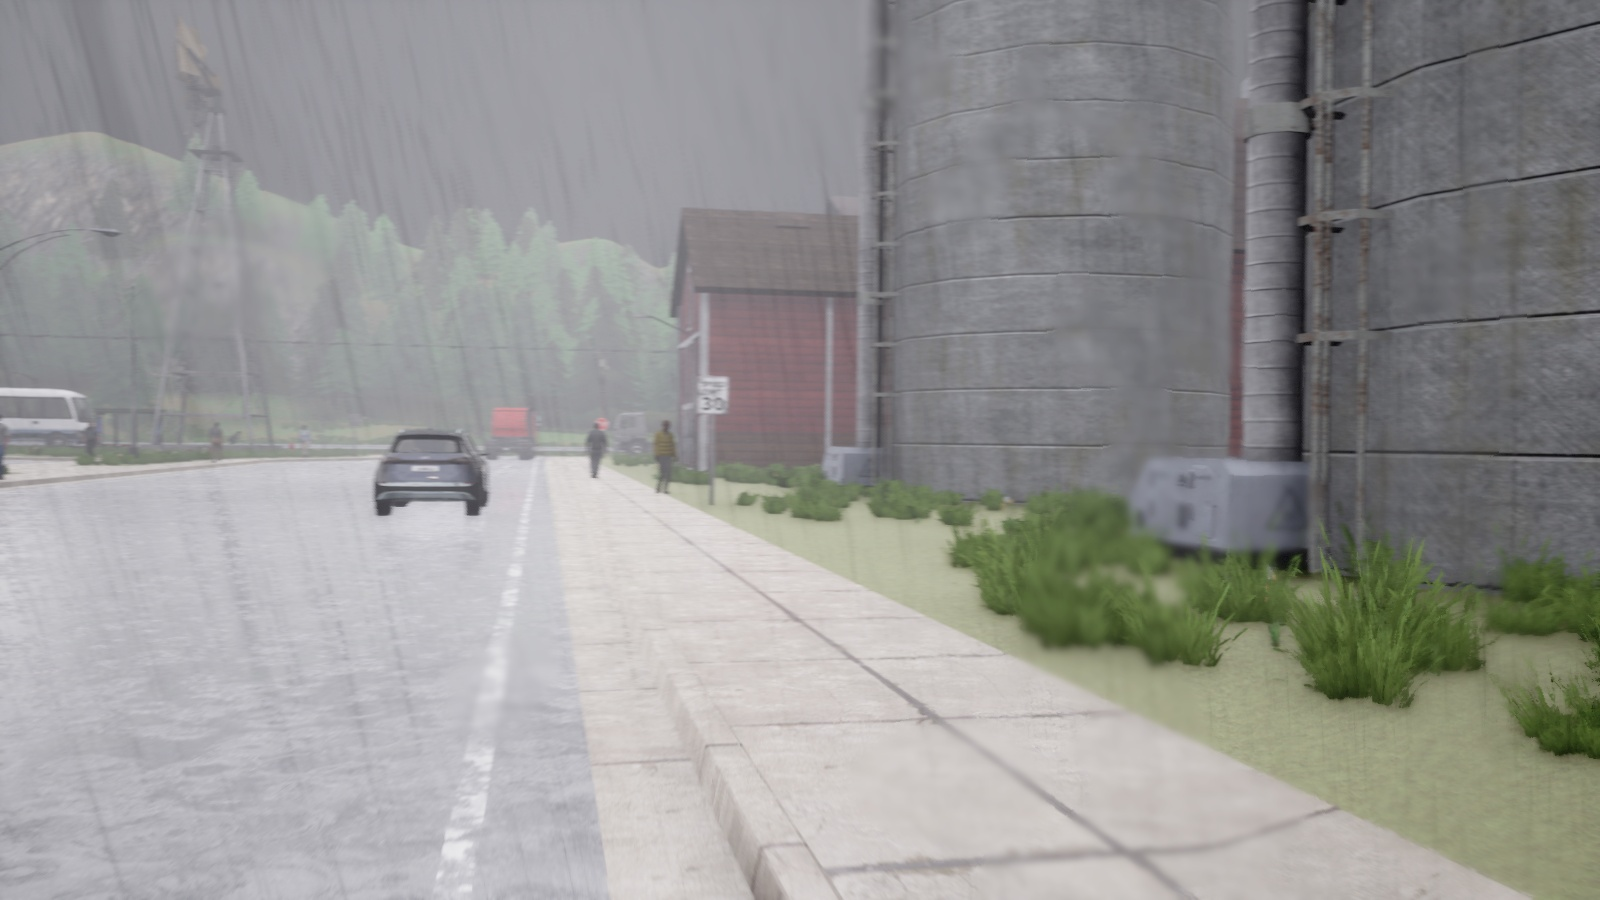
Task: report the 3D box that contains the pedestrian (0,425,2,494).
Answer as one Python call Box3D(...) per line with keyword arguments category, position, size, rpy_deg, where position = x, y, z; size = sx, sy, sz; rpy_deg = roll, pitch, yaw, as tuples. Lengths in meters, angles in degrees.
Box3D(category="pedestrian", position=(-21.292, 0.248, 32.964), size=(0.354, 1.836, 0.706), rpy_deg=(0, 0, -13))

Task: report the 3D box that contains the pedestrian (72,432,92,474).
Box3D(category="pedestrian", position=(-31.747, 0.121, 55.533), size=(0.540, 1.848, 0.694), rpy_deg=(0, 0, -7))

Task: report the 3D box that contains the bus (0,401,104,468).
Box3D(category="bus", position=(-51.765, -1.003, 82.015), size=(10.273, 4.253, 3.944), rpy_deg=(0, 0, -11))

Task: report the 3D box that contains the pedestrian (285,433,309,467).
Box3D(category="pedestrian", position=(-27.141, -0.009, 67.798), size=(0.874, 1.855, 0.900), rpy_deg=(0, 0, 2))

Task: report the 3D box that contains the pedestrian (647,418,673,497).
Box3D(category="pedestrian", position=(-3.293, 0.161, 29.516), size=(0.370, 1.835, 0.726), rpy_deg=(-1, 1, -24))

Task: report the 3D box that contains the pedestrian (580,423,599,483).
Box3D(category="pedestrian", position=(-6.634, 0.097, 39.609), size=(0.563, 1.883, 0.849), rpy_deg=(0, 0, -11))

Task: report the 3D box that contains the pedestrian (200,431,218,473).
Box3D(category="pedestrian", position=(-25.933, 0.090, 55.128), size=(0.540, 1.848, 0.694), rpy_deg=(0, 0, -8))

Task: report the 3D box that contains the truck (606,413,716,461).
Box3D(category="truck", position=(-10.377, -0.974, 93.599), size=(7.936, 3.462, 2.891), rpy_deg=(-1, 1, -11))

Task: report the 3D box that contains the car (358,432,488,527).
Box3D(category="car", position=(-7.262, 0.502, 24.649), size=(2.033, 1.649, 4.856), rpy_deg=(0, 0, -12))

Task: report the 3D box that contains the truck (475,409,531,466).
Box3D(category="truck", position=(-18.952, -0.807, 80.470), size=(2.891, 3.462, 7.936), rpy_deg=(0, 0, -9))
